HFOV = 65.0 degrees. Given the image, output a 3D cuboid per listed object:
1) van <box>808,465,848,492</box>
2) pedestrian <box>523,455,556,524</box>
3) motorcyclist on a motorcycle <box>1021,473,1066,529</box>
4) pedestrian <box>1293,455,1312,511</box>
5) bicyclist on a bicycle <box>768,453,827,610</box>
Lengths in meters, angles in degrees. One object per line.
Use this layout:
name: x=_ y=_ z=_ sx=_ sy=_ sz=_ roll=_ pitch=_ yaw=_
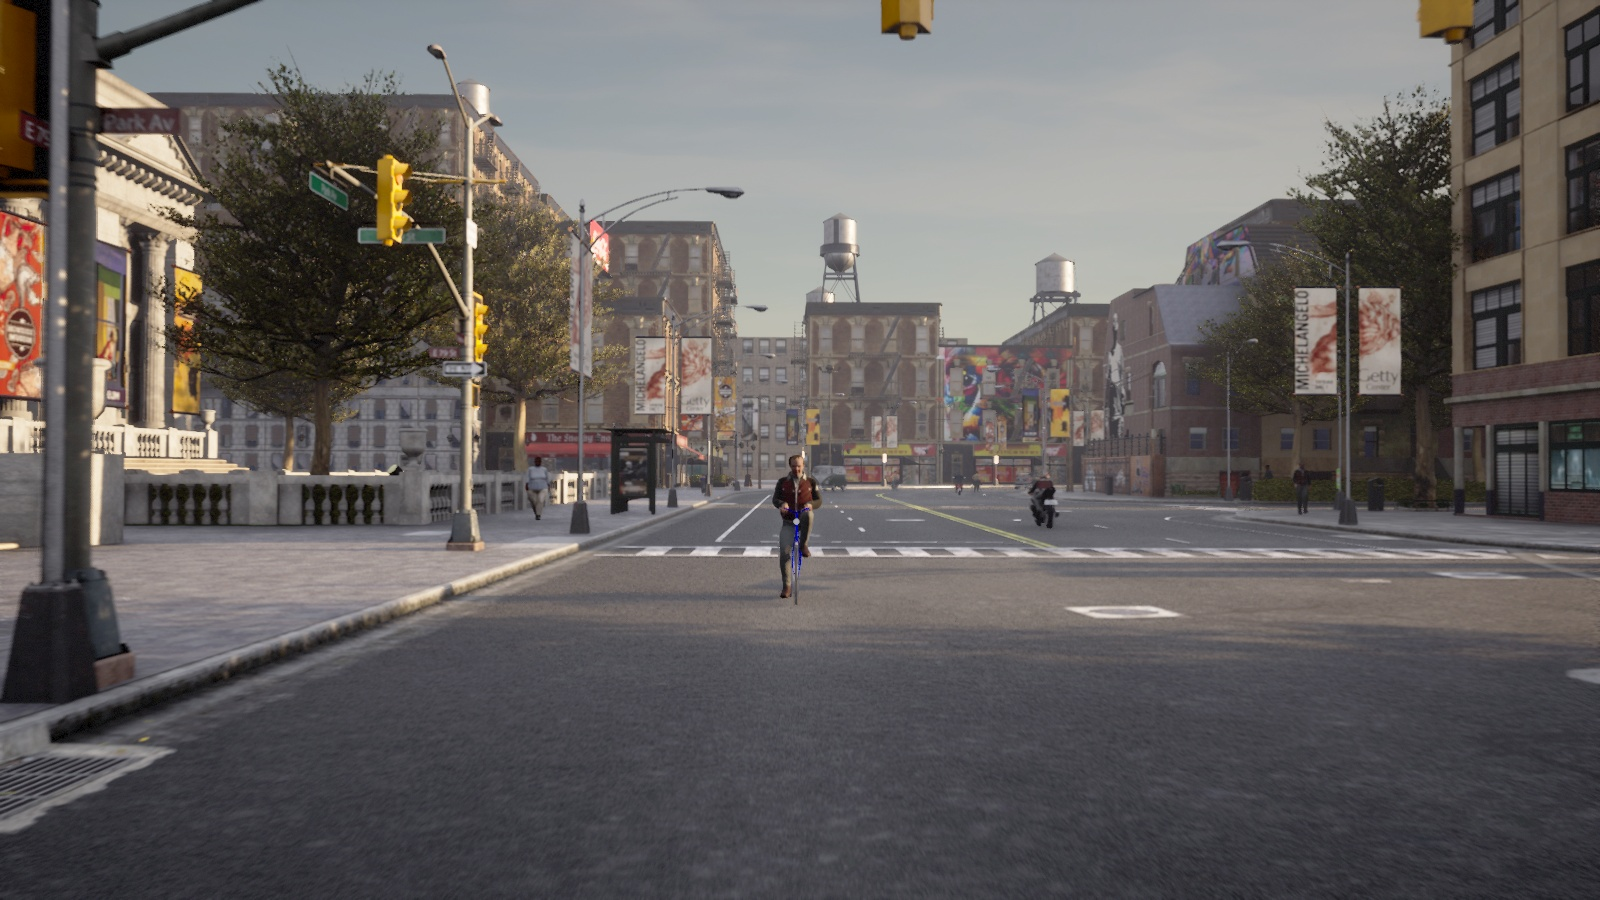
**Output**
van: x=2.155 y=2.149 z=94.944 sx=1.775 sy=1.987 sz=4.442 roll=-1 pitch=-1 yaw=18
pedestrian: x=-7.189 y=1.081 z=34.674 sx=0.874 sy=1.855 sz=0.900 roll=0 pitch=-1 yaw=-11
motorcyclist on a motorcycle: x=6.916 y=1.421 z=35.774 sx=0.866 sy=1.530 sz=2.191 roll=0 pitch=-1 yaw=0
pedestrian: x=16.909 y=1.111 z=42.256 sx=0.376 sy=1.854 sz=0.720 roll=0 pitch=-1 yaw=6
bicyclist on a bicycle: x=-0.036 y=0.938 z=15.098 sx=0.659 sy=1.776 sz=1.843 roll=0 pitch=-1 yaw=0
